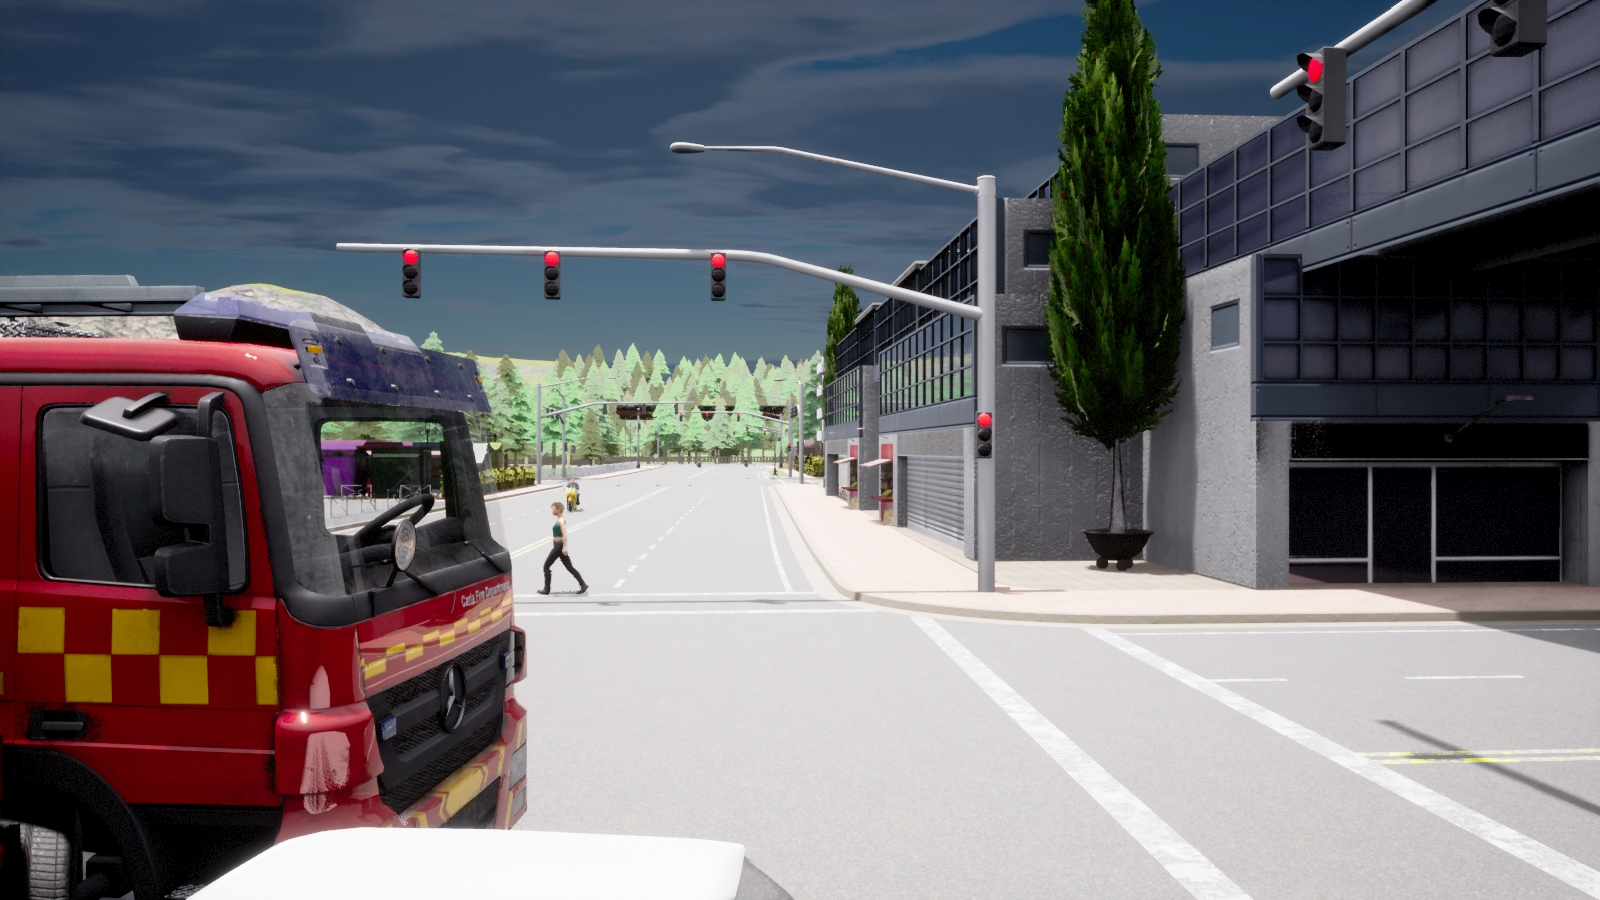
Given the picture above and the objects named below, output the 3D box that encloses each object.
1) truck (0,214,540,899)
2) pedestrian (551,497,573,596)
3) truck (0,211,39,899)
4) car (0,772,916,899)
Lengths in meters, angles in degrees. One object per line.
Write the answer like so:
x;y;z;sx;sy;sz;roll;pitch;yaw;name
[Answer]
-6.102;0.890;6.659;8.468;3.827;2.891;0;0;4;truck
-4.554;1.848;21.899;0.375;1.860;0.375;0;0;-6;pedestrian
-7.587;0.890;3.490;8.468;3.827;2.891;0;0;-3;truck
-1.549;2.065;3.579;3.806;1.475;1.970;0;0;5;car
